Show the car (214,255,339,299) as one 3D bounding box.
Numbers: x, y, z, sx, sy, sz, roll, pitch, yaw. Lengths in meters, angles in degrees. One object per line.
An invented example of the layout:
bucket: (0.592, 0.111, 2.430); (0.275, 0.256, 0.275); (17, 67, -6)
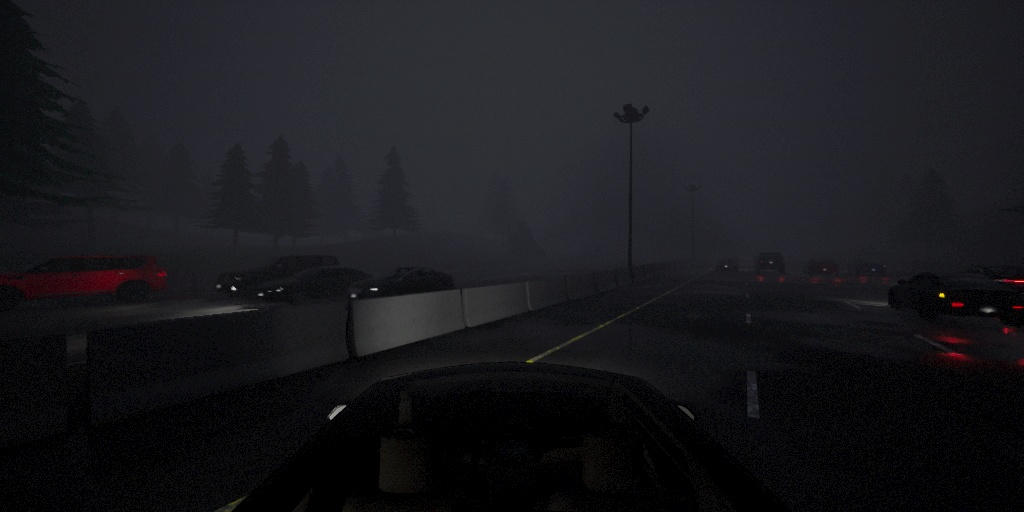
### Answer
car: (-11.294, 0.953, 17.961); (2.150, 2.045, 5.566); (0, 0, 33)

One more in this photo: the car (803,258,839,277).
car: (26.798, 0.914, 31.229); (1.882, 1.535, 5.008); (0, 1, 33)

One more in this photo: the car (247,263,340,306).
car: (-8.433, 1.239, 15.940); (1.837, 1.490, 4.892); (0, 0, 33)

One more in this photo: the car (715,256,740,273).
car: (22.170, 0.955, 36.954); (1.994, 1.385, 4.181); (0, 1, 33)

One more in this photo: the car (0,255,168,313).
car: (-17.732, 0.957, 14.483); (2.150, 2.045, 5.566); (0, 0, 33)

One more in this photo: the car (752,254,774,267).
car: (32.867, 0.582, 46.969); (2.128, 1.511, 4.902); (0, 1, 32)

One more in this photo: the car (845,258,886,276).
car: (31.256, 0.915, 31.665); (1.812, 1.442, 4.674); (0, 1, 33)

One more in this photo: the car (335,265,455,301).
car: (-4.581, 1.223, 15.443); (2.128, 1.511, 4.902); (0, 0, 33)

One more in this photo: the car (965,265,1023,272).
car: (20.769, 1.147, 15.538); (2.128, 1.511, 4.902); (0, 0, 33)

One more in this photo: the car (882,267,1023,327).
car: (13.964, 1.237, 11.495); (1.812, 1.442, 4.674); (0, 0, 33)

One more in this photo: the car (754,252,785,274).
car: (24.732, 0.627, 34.470); (2.150, 2.045, 5.566); (0, 1, 33)
